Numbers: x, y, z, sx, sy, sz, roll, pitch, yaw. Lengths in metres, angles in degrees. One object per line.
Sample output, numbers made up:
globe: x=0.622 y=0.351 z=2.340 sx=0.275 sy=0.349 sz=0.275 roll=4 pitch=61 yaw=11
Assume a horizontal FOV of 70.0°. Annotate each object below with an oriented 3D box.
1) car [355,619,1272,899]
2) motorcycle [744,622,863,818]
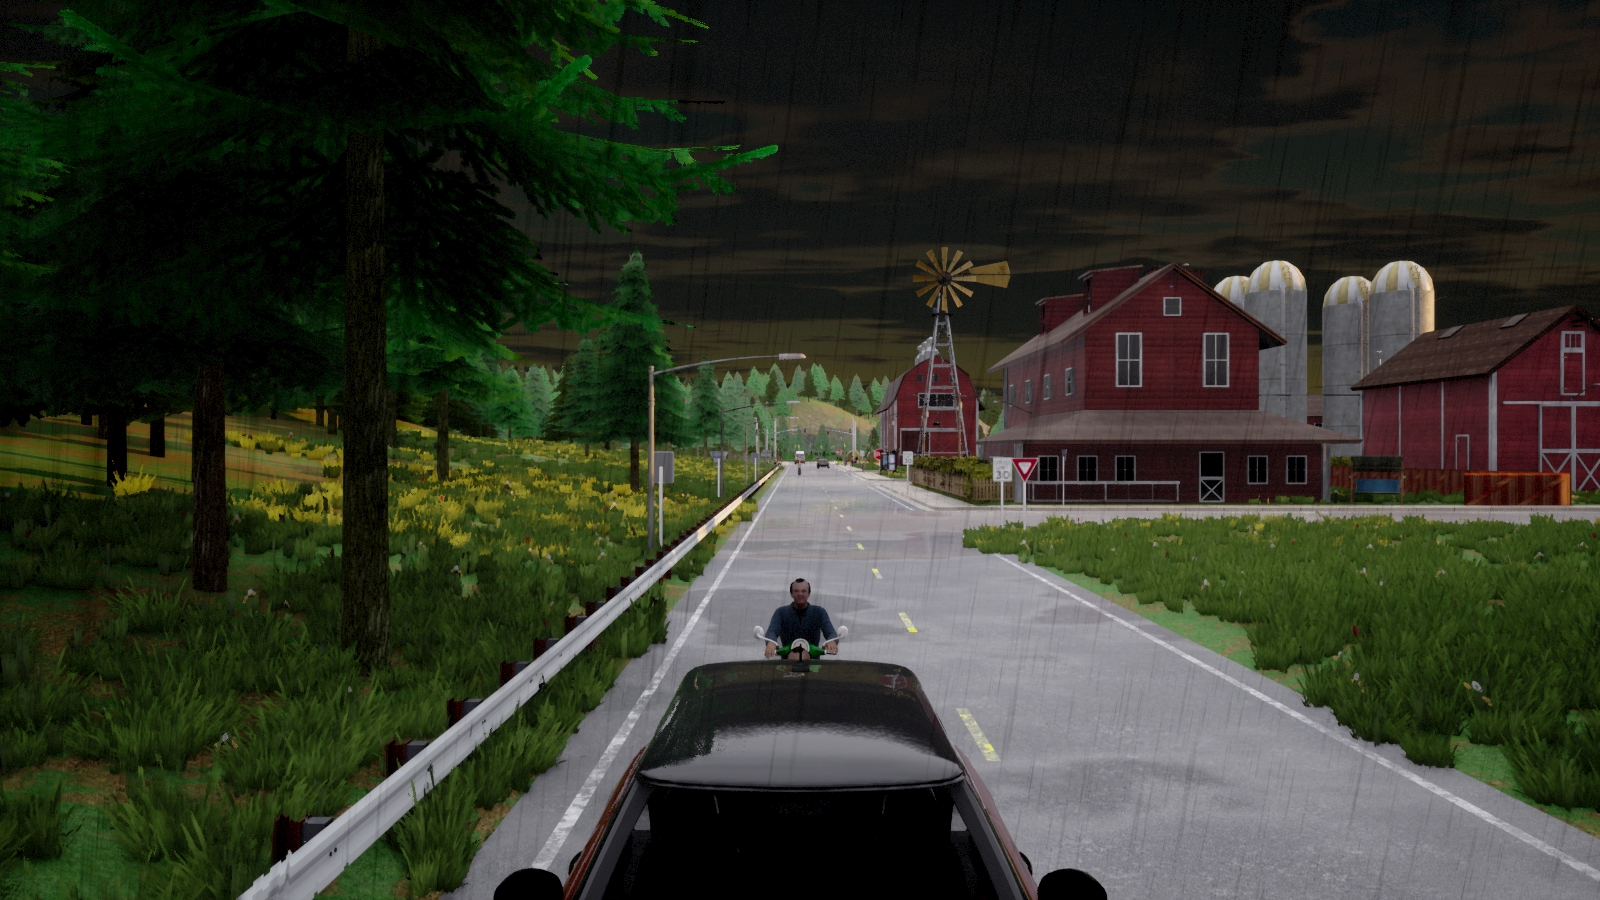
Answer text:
car: x=0.032 y=1.899 z=4.503 sx=2.097 sy=1.767 sz=4.553 roll=0 pitch=0 yaw=0
motorcycle: x=0.026 y=2.229 z=9.842 sx=0.867 sy=1.251 sz=2.209 roll=-2 pitch=-3 yaw=0
